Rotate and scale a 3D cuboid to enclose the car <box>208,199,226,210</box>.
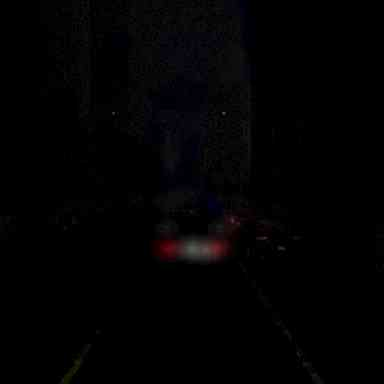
[{"bbox_3d":[2.671,1.573,29.053,1.947,1.339,4.313,0,0,0],"label":"car"}]

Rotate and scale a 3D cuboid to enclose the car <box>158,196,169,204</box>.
[{"bbox_3d":[-5.849,1.615,68.376,1.752,1.417,4.829,0,0,0],"label":"car"}]

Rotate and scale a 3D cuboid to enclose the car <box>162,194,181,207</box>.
[{"bbox_3d":[-3.074,1.525,51.637,1.882,1.535,5.008,0,0,0],"label":"car"}]

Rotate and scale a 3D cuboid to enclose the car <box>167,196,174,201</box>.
[{"bbox_3d":[-5.844,1.702,91.107,1.802,1.307,4.206,0,0,0],"label":"car"}]

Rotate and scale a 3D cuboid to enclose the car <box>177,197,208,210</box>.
[{"bbox_3d":[0.077,1.500,29.935,2.128,1.511,4.902,0,0,0],"label":"car"}]

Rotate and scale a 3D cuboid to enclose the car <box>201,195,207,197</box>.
[{"bbox_3d":[2.675,1.574,51.816,1.752,1.417,4.829,0,0,1],"label":"car"}]

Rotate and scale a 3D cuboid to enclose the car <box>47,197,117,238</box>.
[{"bbox_3d":[-5.855,1.318,17.790,2.192,1.841,5.009,0,0,0],"label":"car"}]

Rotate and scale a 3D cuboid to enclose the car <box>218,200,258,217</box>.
[{"bbox_3d":[2.670,1.443,17.775,1.967,1.590,4.097,0,0,0],"label":"car"}]

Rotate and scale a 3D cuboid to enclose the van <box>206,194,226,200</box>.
[{"bbox_3d":[2.671,1.355,34.692,1.690,1.788,3.998,0,0,0],"label":"van"}]

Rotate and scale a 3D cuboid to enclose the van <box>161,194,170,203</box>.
[{"bbox_3d":[-5.848,1.442,74.189,1.690,1.788,3.998,0,0,0],"label":"van"}]

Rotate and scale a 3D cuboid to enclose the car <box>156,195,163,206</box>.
[{"bbox_3d":[-5.857,1.587,57.063,1.752,1.417,4.829,0,0,1],"label":"car"}]

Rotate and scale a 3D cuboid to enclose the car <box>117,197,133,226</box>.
[{"bbox_3d":[-5.854,1.320,23.429,2.192,1.841,5.009,0,0,0],"label":"car"}]

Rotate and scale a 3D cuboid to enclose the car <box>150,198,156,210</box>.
[{"bbox_3d":[-5.852,1.463,40.347,1.967,1.590,4.097,0,0,0],"label":"car"}]

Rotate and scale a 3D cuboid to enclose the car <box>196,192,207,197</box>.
[{"bbox_3d":[2.403,1.305,62.381,2.150,2.045,5.566,0,0,0],"label":"car"}]

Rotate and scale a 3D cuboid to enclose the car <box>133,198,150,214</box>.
[{"bbox_3d":[-5.854,1.454,34.709,1.967,1.590,4.097,0,0,0],"label":"car"}]

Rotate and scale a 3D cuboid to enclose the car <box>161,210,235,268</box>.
[{"bbox_3d":[0.048,1.549,11.180,2.033,1.411,5.357,0,0,1],"label":"car"}]

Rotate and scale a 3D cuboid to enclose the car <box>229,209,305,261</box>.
[{"bbox_3d":[2.669,1.547,12.136,1.887,1.381,4.507,0,0,0],"label":"car"}]
